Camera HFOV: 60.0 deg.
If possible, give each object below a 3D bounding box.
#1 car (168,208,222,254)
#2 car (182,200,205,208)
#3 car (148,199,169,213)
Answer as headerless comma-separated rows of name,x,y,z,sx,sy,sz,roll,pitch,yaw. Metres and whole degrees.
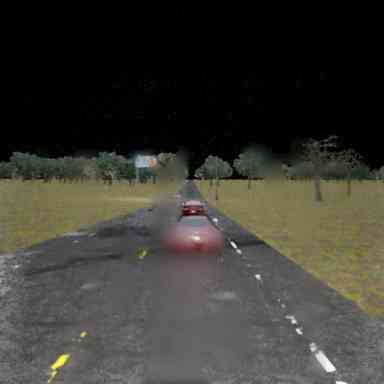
car,0.101,1.554,13.390,1.994,1.385,4.181,0,0,0
car,0.111,1.435,29.680,1.882,1.535,5.008,0,0,0
car,-3.576,1.487,36.338,2.033,1.411,5.357,0,0,0
